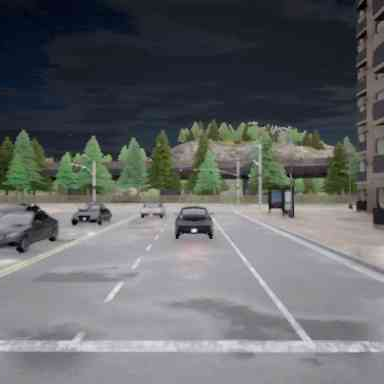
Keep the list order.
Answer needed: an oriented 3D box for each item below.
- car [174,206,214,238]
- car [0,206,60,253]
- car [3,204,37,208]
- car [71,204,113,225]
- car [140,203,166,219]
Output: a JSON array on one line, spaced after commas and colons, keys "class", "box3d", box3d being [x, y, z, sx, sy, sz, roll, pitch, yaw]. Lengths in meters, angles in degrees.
[{"class": "car", "box3d": [0.100, 1.513, 17.646, 1.837, 1.490, 4.892, 0, 0, 0]}, {"class": "car", "box3d": [-7.091, 1.533, 13.906, 1.812, 1.442, 4.674, 0, 0, -1]}, {"class": "car", "box3d": [-10.572, 1.515, 20.220, 1.837, 1.490, 4.892, 0, 0, 0]}, {"class": "car", "box3d": [-7.065, 1.576, 23.819, 1.994, 1.385, 4.181, 0, 0, 0]}, {"class": "car", "box3d": [-3.399, 1.616, 29.742, 1.895, 1.301, 4.718, 0, 0, 0]}]
